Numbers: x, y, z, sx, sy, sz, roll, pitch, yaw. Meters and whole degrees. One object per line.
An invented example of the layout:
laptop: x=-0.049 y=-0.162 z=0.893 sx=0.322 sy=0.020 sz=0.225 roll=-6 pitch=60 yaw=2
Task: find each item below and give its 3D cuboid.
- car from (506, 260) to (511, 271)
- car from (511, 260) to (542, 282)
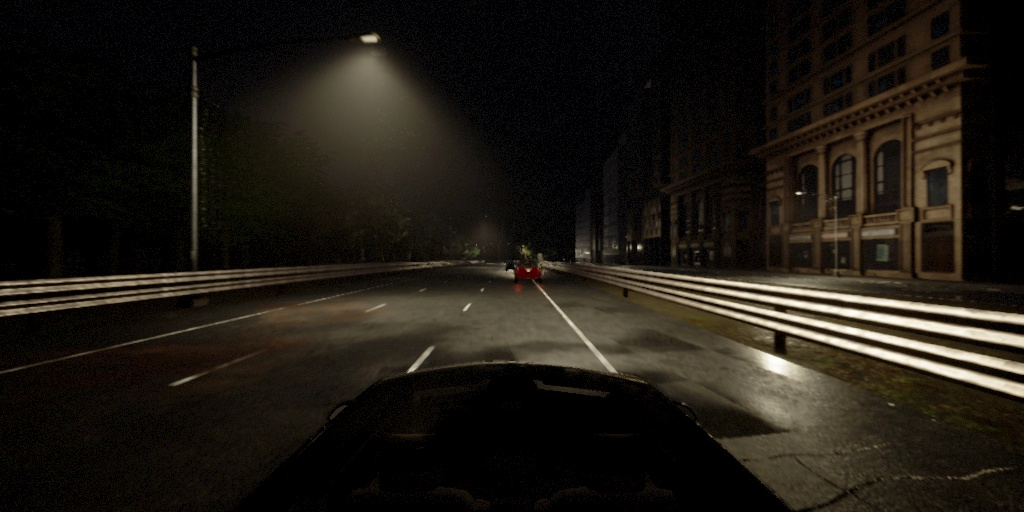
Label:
car: x=0.038 y=1.474 z=53.295 sx=1.812 sy=1.442 sz=4.674 roll=0 pitch=0 yaw=0
car: x=1.221 y=1.127 z=28.819 sx=2.097 sy=1.767 sz=4.553 roll=0 pitch=0 yaw=0
